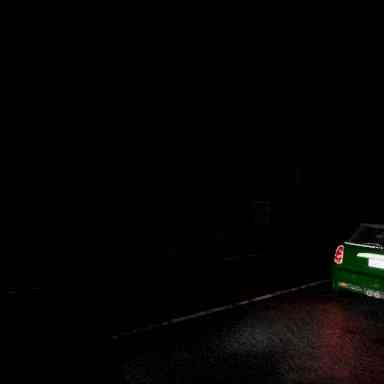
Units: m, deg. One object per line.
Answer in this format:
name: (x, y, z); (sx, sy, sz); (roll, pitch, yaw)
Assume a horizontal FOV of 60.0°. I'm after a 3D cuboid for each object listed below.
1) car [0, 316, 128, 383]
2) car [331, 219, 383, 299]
car: (-2.740, 1.492, 1.795); (4.902, 1.511, 2.128); (0, 0, -36)
car: (5.177, 1.352, 7.425); (4.553, 1.767, 2.097); (0, 0, -35)
